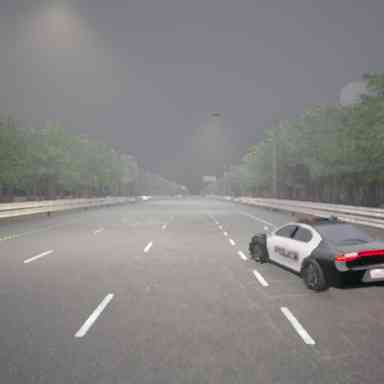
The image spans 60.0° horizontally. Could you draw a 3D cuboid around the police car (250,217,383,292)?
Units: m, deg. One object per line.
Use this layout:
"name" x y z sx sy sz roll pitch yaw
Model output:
"police car" 3.231 1.465 9.091 2.038 1.542 4.974 -2 0 -13
